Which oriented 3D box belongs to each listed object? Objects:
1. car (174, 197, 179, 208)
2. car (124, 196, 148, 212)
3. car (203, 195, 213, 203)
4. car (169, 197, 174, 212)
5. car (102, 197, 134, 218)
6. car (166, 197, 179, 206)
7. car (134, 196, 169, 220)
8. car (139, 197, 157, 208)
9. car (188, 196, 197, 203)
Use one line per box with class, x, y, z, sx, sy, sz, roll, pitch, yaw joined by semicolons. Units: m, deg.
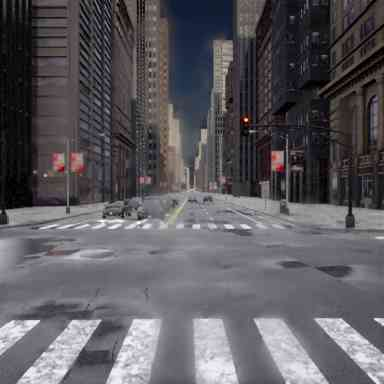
car;-3.340;1.534;46.496;1.994;1.385;4.181;0;0;0
car;-6.598;1.329;39.744;2.097;1.767;4.553;0;0;0
car;3.348;1.431;69.917;1.837;1.490;4.892;0;0;0
car;-3.352;1.505;36.473;1.812;1.442;4.674;0;0;0
car;-6.601;1.490;29.590;1.837;1.490;4.892;0;0;0
car;-3.315;1.557;56.513;1.895;1.301;4.718;0;0;0
car;-3.291;1.339;27.689;2.097;1.767;4.553;0;0;-2
car;-6.590;1.514;50.041;2.033;1.411;5.357;0;0;0
car;0.098;1.474;69.828;2.033;1.411;5.357;0;0;0
